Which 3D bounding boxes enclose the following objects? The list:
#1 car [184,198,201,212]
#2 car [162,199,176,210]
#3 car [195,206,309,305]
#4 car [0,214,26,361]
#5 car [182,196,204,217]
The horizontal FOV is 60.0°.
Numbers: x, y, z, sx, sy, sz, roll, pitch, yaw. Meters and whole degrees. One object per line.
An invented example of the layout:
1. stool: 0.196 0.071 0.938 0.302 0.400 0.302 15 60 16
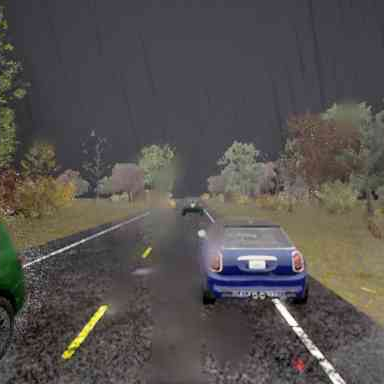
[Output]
1. car: 0.093 1.705 45.599 2.097 1.767 4.553 0 -1 1
2. car: -3.438 1.870 49.825 1.882 1.535 5.008 0 0 0
3. car: 1.236 1.404 8.402 2.097 1.767 4.553 0 0 0
4. car: -3.595 1.239 2.787 2.150 2.045 5.566 0 0 0
5. car: 0.112 1.476 35.034 2.150 2.045 5.566 0 -1 1
